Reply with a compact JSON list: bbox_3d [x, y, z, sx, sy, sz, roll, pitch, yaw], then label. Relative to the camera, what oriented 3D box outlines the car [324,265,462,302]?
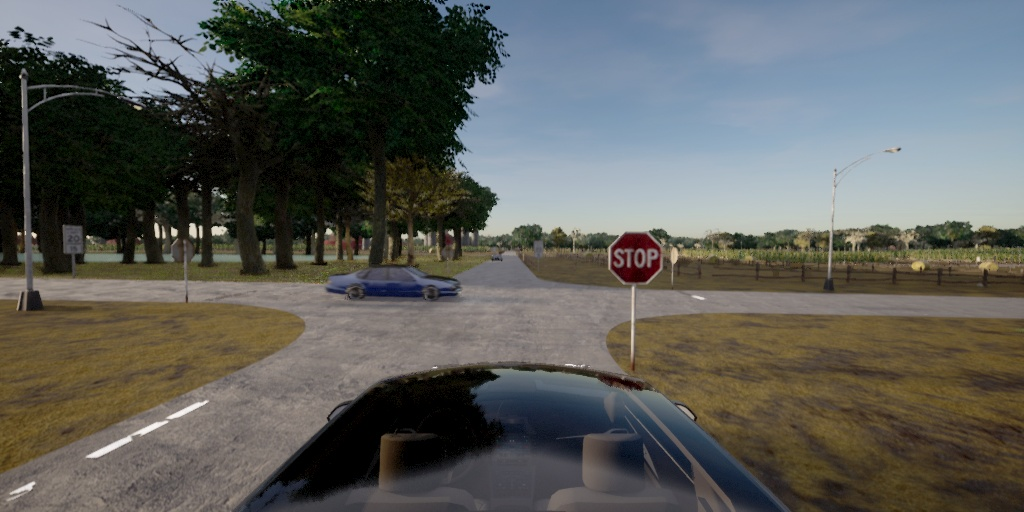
[{"bbox_3d":[-4.863,1.093,15.056,5.357,1.411,2.033,1,2,0],"label":"car"}]
